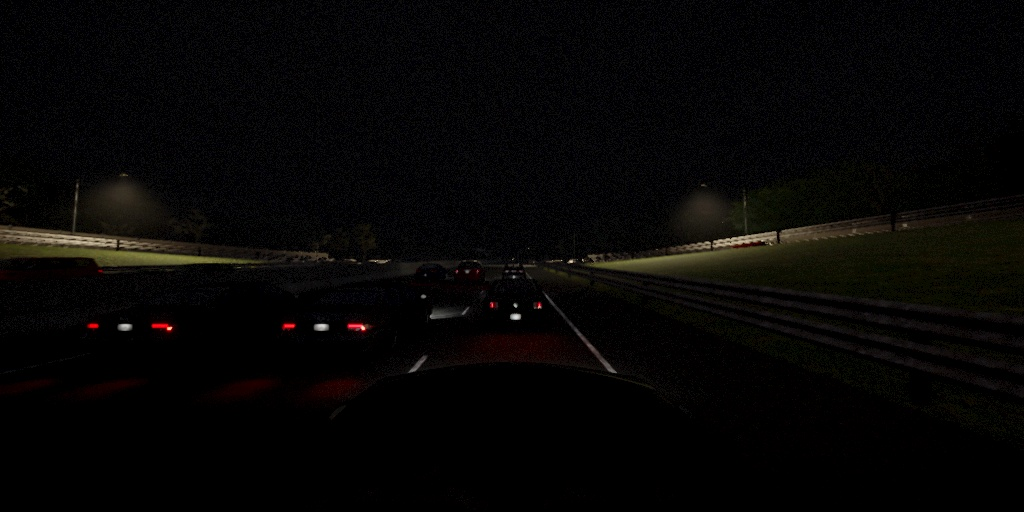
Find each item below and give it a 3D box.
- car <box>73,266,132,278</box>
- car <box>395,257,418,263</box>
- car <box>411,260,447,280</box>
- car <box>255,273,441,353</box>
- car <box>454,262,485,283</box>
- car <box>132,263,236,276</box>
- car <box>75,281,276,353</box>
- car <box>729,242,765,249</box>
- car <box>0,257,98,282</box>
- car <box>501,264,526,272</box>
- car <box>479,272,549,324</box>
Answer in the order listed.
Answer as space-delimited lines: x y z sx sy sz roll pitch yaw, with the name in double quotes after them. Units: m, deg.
-21.068 1.396 20.236 1.994 1.385 4.181 0 0 0 "car"
-17.422 1.260 60.702 2.150 2.045 5.566 0 0 1 "car"
-6.850 1.360 30.860 1.882 1.535 5.008 0 0 0 "car"
-3.393 1.330 8.900 2.033 1.411 5.357 0 0 0 "car"
-3.355 1.227 29.019 2.097 1.767 4.553 0 0 0 "car"
-17.569 1.183 19.976 2.097 1.767 4.553 0 0 0 "car"
-6.893 1.329 8.901 2.033 1.411 5.357 0 0 0 "car"
32.259 -1.365 49.465 1.882 1.535 5.008 0 -4 -9 "car"
-24.573 1.044 18.268 2.150 2.045 5.566 0 0 0 "car"
0.146 1.368 29.225 2.128 1.511 4.902 0 0 0 "car"
0.112 1.398 12.117 1.895 1.301 4.718 0 0 0 "car"
